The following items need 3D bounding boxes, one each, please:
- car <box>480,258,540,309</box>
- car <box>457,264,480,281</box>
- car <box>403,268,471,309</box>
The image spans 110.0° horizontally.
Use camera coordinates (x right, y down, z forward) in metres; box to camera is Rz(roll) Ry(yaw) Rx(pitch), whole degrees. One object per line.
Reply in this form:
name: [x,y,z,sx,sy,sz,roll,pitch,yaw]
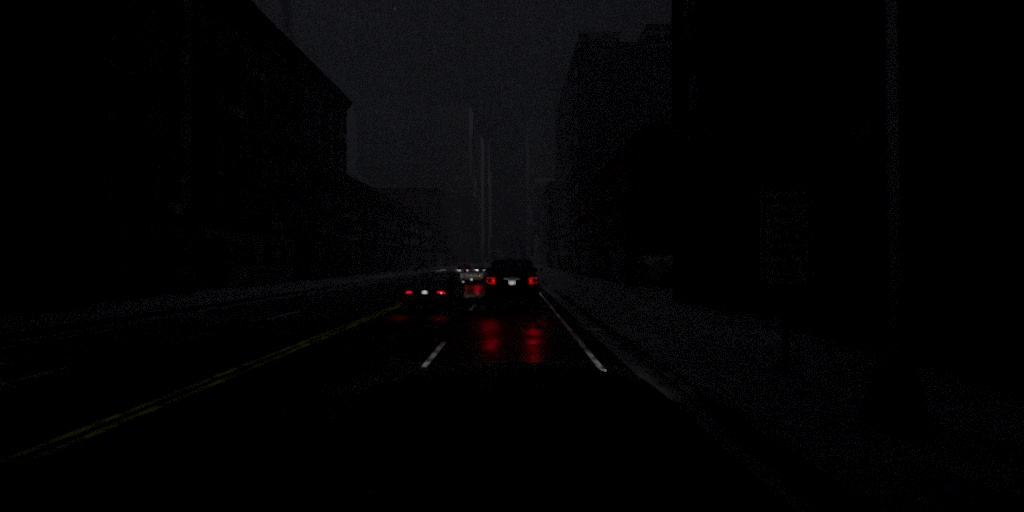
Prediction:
car: [0.003,1.102,15.874,2.150,2.045,5.566,0,0,0]
car: [-3.244,1.630,30.959,1.895,1.301,4.718,0,-1,0]
car: [-3.247,1.432,15.839,2.033,1.411,5.357,0,-1,0]
